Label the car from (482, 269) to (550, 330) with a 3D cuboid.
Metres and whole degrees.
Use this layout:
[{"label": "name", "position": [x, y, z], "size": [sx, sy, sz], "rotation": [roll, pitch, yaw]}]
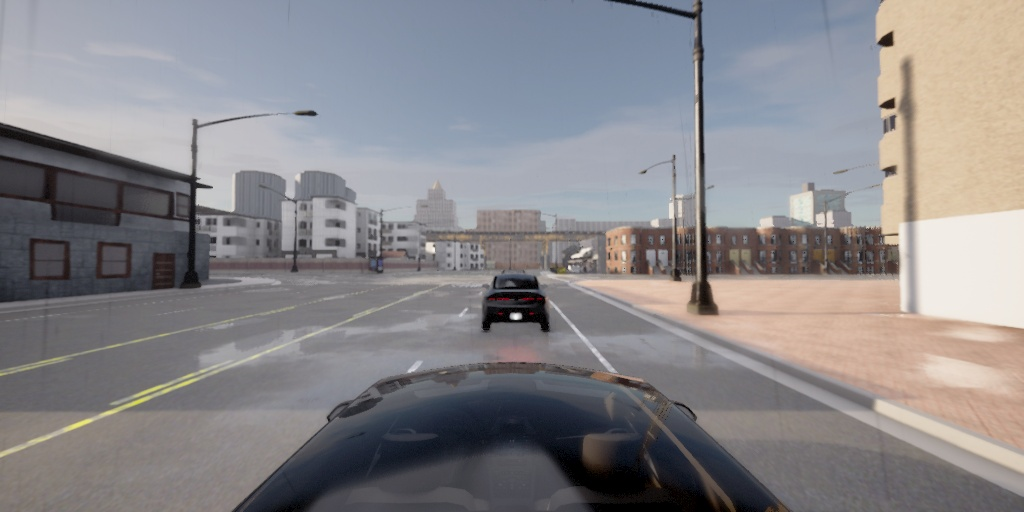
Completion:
[{"label": "car", "position": [0.099, 1.291, 11.339], "size": [1.837, 1.490, 4.892], "rotation": [0, -1, 0]}]
